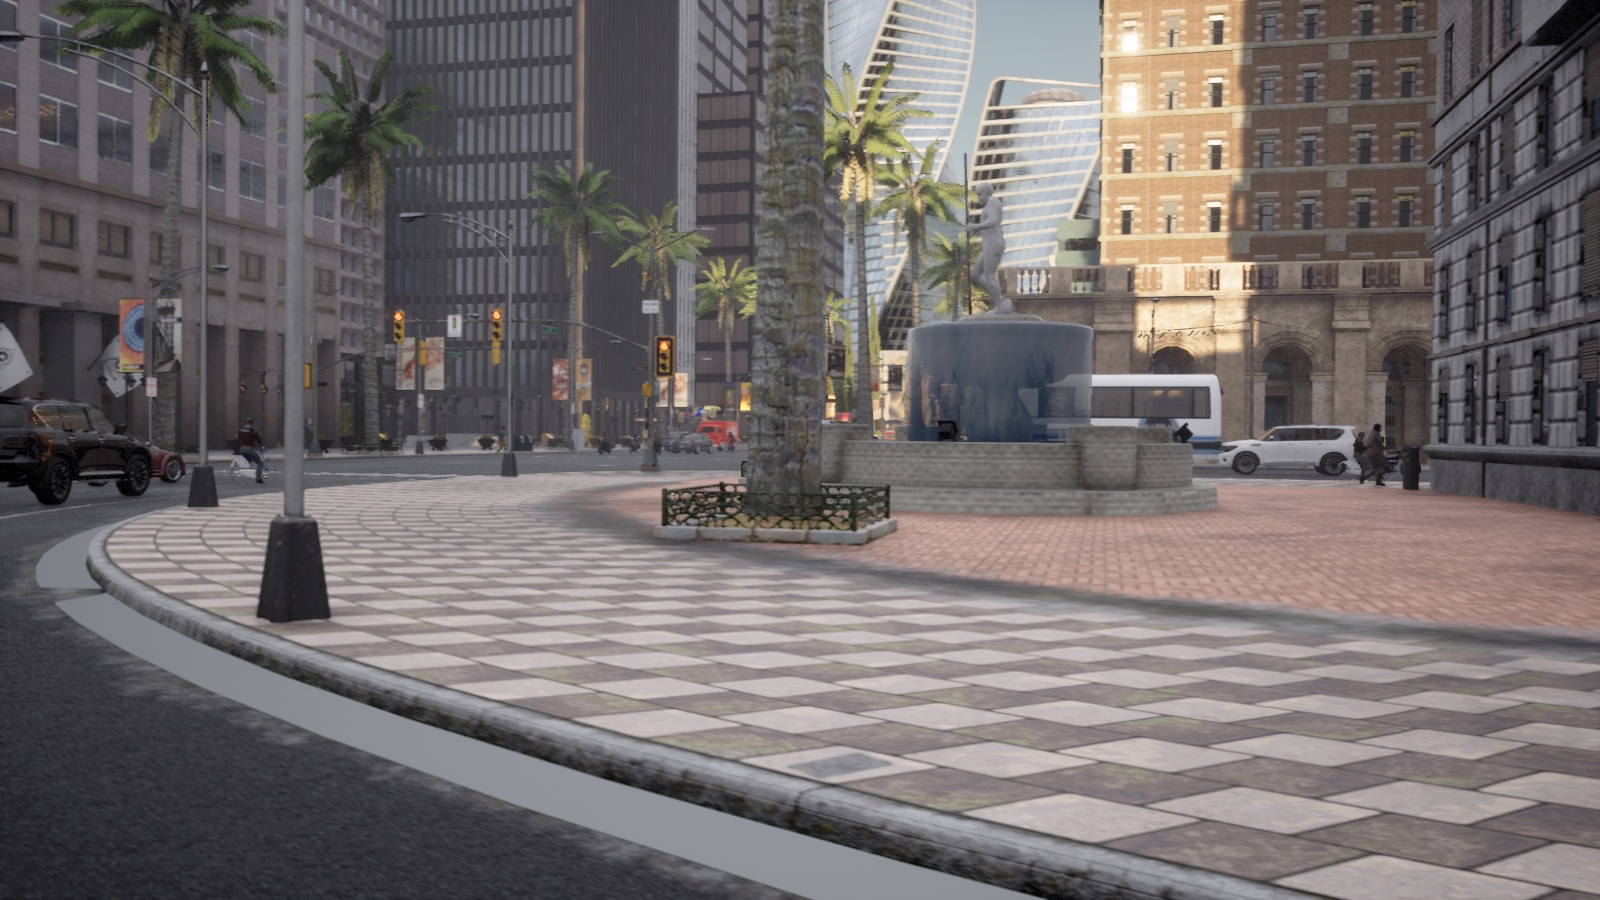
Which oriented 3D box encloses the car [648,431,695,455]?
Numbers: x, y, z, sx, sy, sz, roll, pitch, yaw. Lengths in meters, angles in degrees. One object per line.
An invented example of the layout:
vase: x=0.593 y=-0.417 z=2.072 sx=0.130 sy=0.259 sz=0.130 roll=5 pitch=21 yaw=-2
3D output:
car: x=-9.617 y=-0.540 z=94.520 sx=2.097 sy=1.767 sz=4.553 roll=0 pitch=1 yaw=14

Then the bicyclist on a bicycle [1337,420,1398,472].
bicyclist on a bicycle: x=19.795 y=-0.129 z=43.864 sx=1.843 sy=1.776 sz=0.659 roll=-1 pitch=1 yaw=14

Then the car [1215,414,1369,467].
car: x=19.899 y=-0.373 z=51.050 sx=5.566 sy=2.045 sz=2.150 roll=0 pitch=1 yaw=14

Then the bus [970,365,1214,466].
bus: x=13.039 y=-1.478 z=56.349 sx=10.273 sy=4.253 sz=3.944 roll=0 pitch=1 yaw=15

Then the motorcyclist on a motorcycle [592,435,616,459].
motorcyclist on a motorcycle: x=-12.796 y=-0.228 z=81.965 sx=0.797 sy=1.523 sz=2.044 roll=0 pitch=1 yaw=15

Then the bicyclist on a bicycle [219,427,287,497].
bicyclist on a bicycle: x=-14.283 y=0.302 z=32.855 sx=0.659 sy=1.776 sz=1.843 roll=0 pitch=1 yaw=11

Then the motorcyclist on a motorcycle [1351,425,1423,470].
motorcyclist on a motorcycle: x=21.917 y=-0.106 z=46.941 sx=2.350 sy=1.649 sz=0.766 roll=0 pitch=1 yaw=14

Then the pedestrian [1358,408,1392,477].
pedestrian: x=16.380 y=-0.210 z=35.798 sx=0.873 sy=1.952 sz=0.659 roll=0 pitch=1 yaw=24

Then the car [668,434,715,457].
car: x=-7.581 y=-0.331 z=88.311 sx=1.837 sy=1.490 sz=4.892 roll=0 pitch=1 yaw=14

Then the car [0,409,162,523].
car: x=-15.140 y=0.257 z=25.167 sx=2.150 sy=2.045 sz=5.566 roll=-1 pitch=1 yaw=-4

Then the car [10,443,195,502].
car: x=-17.968 y=0.531 z=32.600 sx=1.994 sy=1.385 sz=4.181 roll=0 pitch=1 yaw=10
